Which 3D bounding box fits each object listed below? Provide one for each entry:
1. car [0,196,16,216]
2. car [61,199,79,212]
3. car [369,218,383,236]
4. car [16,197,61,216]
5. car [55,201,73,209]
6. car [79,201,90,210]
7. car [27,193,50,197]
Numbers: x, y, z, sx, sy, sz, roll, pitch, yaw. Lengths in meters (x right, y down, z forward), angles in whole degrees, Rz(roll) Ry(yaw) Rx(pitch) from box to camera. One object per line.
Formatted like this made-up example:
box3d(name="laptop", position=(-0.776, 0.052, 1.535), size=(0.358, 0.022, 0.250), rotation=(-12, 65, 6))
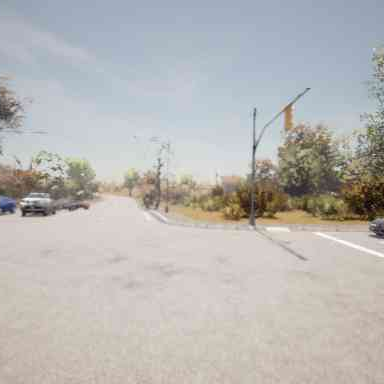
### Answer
box3d(name="car", position=(-16.121, 1.088, 27.420), size=(1.882, 1.535, 5.008), rotation=(1, -1, -10))
box3d(name="car", position=(-14.359, 1.477, 37.450), size=(1.994, 1.385, 4.181), rotation=(1, -2, -10))
box3d(name="car", position=(11.683, 1.652, 17.115), size=(4.674, 1.442, 1.812), rotation=(1, 0, 2))
box3d(name="car", position=(-12.607, 1.284, 27.682), size=(1.895, 1.301, 4.718), rotation=(1, -1, -10))
box3d(name="car", position=(-20.894, 2.169, 54.359), size=(1.895, 1.301, 4.718), rotation=(1, -3, -10))
box3d(name="car", position=(-16.528, 2.023, 49.794), size=(1.895, 1.301, 4.718), rotation=(1, -3, -10))
box3d(name="car", position=(-18.216, 1.145, 39.161), size=(2.150, 2.045, 5.566), rotation=(1, -3, -9))
